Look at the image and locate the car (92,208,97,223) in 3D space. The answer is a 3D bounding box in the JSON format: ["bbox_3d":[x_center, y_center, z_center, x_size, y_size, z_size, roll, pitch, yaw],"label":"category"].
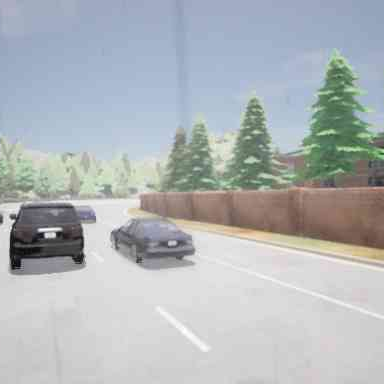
[{"bbox_3d":[-9.406,1.860,28.848,1.812,1.442,4.674,0,0,-23],"label":"car"}]

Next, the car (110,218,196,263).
[{"bbox_3d":[-1.708,1.688,12.726,2.033,1.411,5.357,0,-1,-26],"label":"car"}]

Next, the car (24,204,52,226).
[{"bbox_3d":[-12.737,1.812,27.756,1.882,1.535,5.008,0,0,-23],"label":"car"}]

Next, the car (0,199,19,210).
[{"bbox_3d":[-30.155,2.020,54.030,2.097,1.767,4.553,0,-1,-5],"label":"car"}]

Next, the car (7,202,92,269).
[{"bbox_3d":[-5.297,1.369,12.110,2.150,2.045,5.566,0,0,-26],"label":"car"}]

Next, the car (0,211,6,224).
[{"bbox_3d":[-15.424,1.822,25.123,1.837,1.490,4.892,0,0,-23],"label":"car"}]
